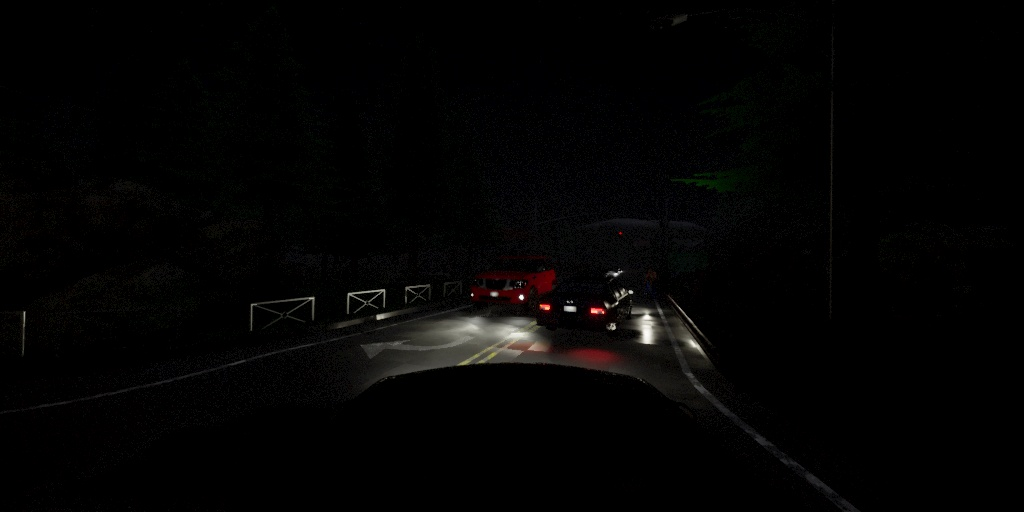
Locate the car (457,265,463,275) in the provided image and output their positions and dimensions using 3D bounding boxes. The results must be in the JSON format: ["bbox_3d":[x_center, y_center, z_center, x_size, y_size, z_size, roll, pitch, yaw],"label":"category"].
[{"bbox_3d":[-5.331,1.755,44.752,4.181,1.385,1.994,1,-1,20],"label":"car"}]

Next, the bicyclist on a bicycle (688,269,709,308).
[{"bbox_3d":[7.888,1.353,15.109,1.656,1.620,0.582,1,-1,-34],"label":"bicyclist on a bicycle"}]

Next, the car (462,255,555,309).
[{"bbox_3d":[0.324,0.967,14.627,2.150,2.045,5.566,1,-1,20],"label":"car"}]

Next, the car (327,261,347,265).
[{"bbox_3d":[-24.494,1.469,51.998,5.357,1.411,2.033,1,-1,23],"label":"car"}]

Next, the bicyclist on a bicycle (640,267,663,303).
[{"bbox_3d":[6.444,1.340,16.493,1.656,1.620,0.582,1,-1,-31],"label":"bicyclist on a bicycle"}]

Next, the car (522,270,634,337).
[{"bbox_3d":[2.313,1.276,10.289,2.033,1.411,5.357,1,-1,24],"label":"car"}]

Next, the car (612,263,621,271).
[{"bbox_3d":[17.507,2.299,63.014,1.895,1.301,4.718,1,-1,20],"label":"car"}]

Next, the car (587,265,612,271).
[{"bbox_3d":[11.114,1.946,46.909,2.033,1.411,5.357,0,0,29],"label":"car"}]

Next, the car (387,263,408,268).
[{"bbox_3d":[-14.727,1.621,48.159,4.181,1.385,1.994,1,-1,20],"label":"car"}]
